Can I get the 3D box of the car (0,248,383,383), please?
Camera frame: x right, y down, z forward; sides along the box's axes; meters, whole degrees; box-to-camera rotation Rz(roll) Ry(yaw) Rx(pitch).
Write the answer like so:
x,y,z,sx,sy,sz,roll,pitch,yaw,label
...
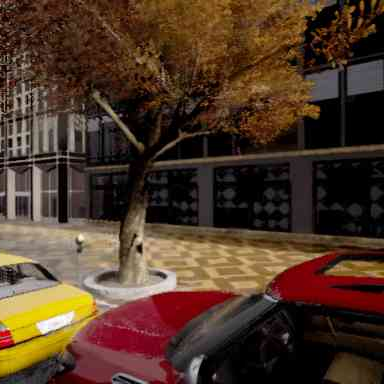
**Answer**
x,y,z,sx,sy,sz,roll,pitch,yaw,label
1.224,1.315,1.999,5.009,1.841,2.192,-1,0,35,car
